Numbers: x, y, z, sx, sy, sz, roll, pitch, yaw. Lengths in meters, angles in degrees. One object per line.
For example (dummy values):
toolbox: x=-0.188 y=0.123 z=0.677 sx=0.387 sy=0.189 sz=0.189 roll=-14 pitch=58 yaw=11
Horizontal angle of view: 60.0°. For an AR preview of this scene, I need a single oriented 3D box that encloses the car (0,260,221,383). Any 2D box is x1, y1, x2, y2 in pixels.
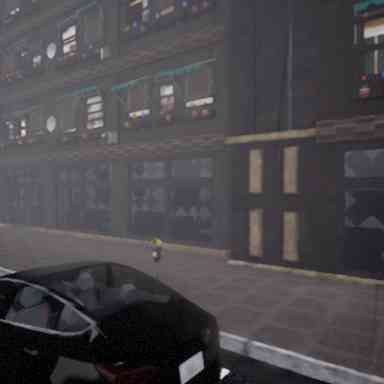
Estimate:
car: x=-1.693 y=1.534 z=4.089 sx=4.313 sy=1.339 sz=1.947 roll=1 pitch=0 yaw=36
